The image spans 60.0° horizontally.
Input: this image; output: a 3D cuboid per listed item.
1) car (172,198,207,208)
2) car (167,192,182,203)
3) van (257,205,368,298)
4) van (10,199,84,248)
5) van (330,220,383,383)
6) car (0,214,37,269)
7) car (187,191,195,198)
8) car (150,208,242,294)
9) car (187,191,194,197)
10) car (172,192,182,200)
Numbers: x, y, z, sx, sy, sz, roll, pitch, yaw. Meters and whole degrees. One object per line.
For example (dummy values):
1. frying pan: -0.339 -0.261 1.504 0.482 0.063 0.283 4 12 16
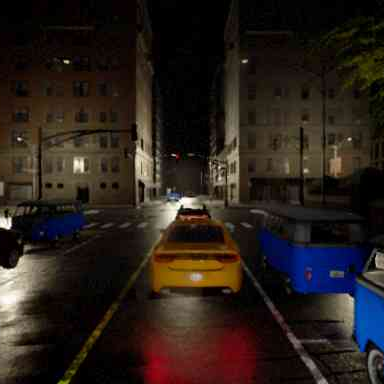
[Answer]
1. car: 0.062 1.325 18.014 2.128 1.511 4.902 0 1 0
2. car: -3.126 0.962 56.174 1.882 1.535 5.008 0 0 0
3. van: 2.699 1.268 8.009 1.690 1.788 3.998 0 1 0
4. van: -5.806 1.216 13.690 1.690 1.788 3.998 0 1 0
5. van: 2.678 1.319 2.351 1.690 1.788 3.998 0 1 0
6. car: -5.827 1.472 8.032 1.887 1.381 4.507 0 1 0
7. car: -0.279 0.872 78.850 1.895 1.301 4.718 0 0 -1
8. car: 0.108 1.399 8.595 1.882 1.535 5.008 0 1 1
9. car: -0.375 0.532 88.821 1.837 1.490 4.892 0 0 -1
10. car: -3.212 0.824 71.692 1.882 1.535 5.008 0 1 -1
